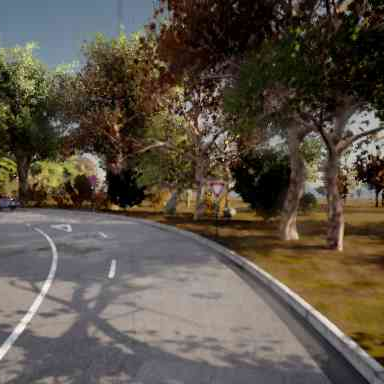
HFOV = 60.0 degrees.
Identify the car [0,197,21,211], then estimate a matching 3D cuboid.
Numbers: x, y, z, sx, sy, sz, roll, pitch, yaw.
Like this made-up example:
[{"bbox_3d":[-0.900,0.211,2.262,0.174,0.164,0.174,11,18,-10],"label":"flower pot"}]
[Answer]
[{"bbox_3d":[-20.690,1.260,35.355,5.357,1.411,2.033,0,1,25],"label":"car"}]
